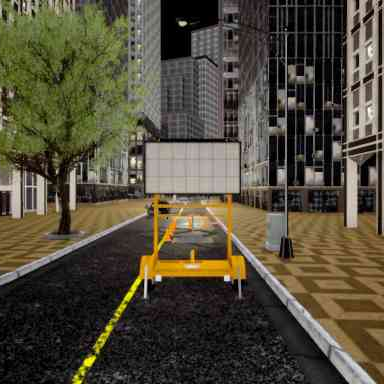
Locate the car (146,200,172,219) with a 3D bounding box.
[{"bbox_3d":[-2.791,1.517,28.807,1.837,1.490,4.892,0,0,0],"label":"car"}]

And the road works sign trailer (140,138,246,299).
[{"bbox_3d":[0.017,0.464,8.403,2.380,3.560,2.880,0,0,0],"label":"road works sign trailer"}]

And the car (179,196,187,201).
[{"bbox_3d":[-2.275,1.759,85.577,1.895,1.301,4.718,0,0,3],"label":"car"}]
